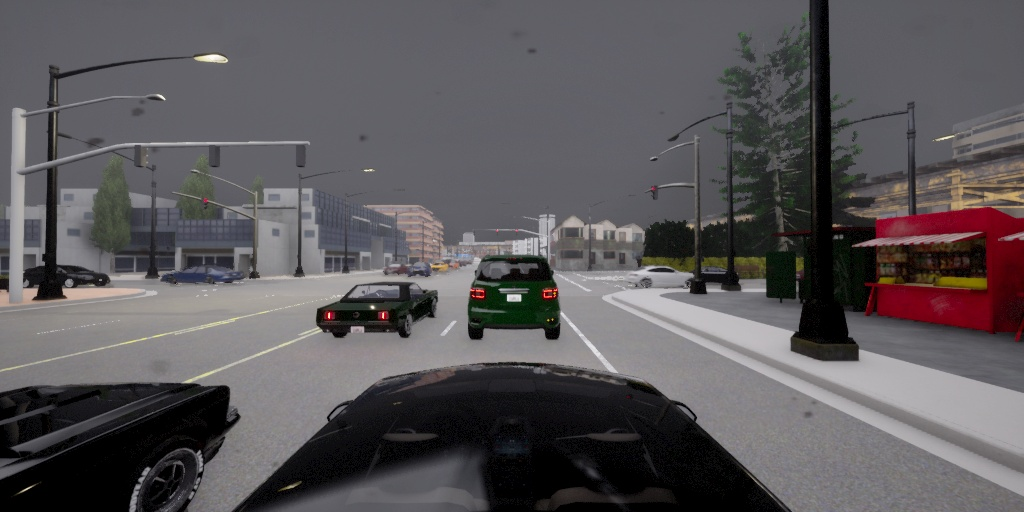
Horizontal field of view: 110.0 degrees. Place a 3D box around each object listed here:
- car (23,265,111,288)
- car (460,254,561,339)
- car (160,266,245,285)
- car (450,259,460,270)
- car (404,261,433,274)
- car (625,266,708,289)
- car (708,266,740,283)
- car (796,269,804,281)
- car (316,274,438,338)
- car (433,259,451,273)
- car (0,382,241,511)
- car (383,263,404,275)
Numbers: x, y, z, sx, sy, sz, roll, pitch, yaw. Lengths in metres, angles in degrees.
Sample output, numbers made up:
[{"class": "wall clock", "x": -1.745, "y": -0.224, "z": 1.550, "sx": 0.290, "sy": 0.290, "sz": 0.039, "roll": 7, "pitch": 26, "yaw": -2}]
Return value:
[{"class": "car", "x": -29.644, "y": 1.344, "z": 23.742, "sx": 4.892, "sy": 1.490, "sz": 1.837, "roll": 0, "pitch": -1, "yaw": 1}, {"class": "car", "x": 0.059, "y": 0.986, "z": 10.224, "sx": 2.150, "sy": 2.045, "sz": 5.566, "roll": 0, "pitch": 0, "yaw": 0}, {"class": "car", "x": -22.928, "y": 1.425, "z": 26.695, "sx": 5.357, "sy": 1.411, "sz": 2.033, "roll": 0, "pitch": -1, "yaw": 5}, {"class": "car", "x": -10.608, "y": 1.502, "z": 62.985, "sx": 2.097, "sy": 1.767, "sz": 4.553, "roll": 0, "pitch": 0, "yaw": 0}, {"class": "car", "x": -9.964, "y": 1.388, "z": 38.602, "sx": 2.097, "sy": 1.767, "sz": 4.553, "roll": 0, "pitch": -1, "yaw": -10}, {"class": "car", "x": 9.841, "y": 1.360, "z": 23.538, "sx": 4.674, "sy": 1.442, "sz": 1.812, "roll": 0, "pitch": -1, "yaw": 2}, {"class": "car", "x": 14.745, "y": 1.448, "z": 27.112, "sx": 4.181, "sy": 1.385, "sz": 1.994, "roll": 0, "pitch": -1, "yaw": 0}, {"class": "car", "x": 23.242, "y": 1.409, "z": 27.045, "sx": 4.674, "sy": 1.442, "sz": 1.812, "roll": 0, "pitch": -1, "yaw": 1}, {"class": "car", "x": -3.438, "y": 1.368, "z": 10.240, "sx": 1.895, "sy": 1.301, "sz": 4.718, "roll": 0, "pitch": 0, "yaw": 0}, {"class": "car", "x": -10.630, "y": 1.634, "z": 52.405, "sx": 1.882, "sy": 1.535, "sz": 5.008, "roll": 0, "pitch": -1, "yaw": 0}, {"class": "car", "x": -3.402, "y": 1.351, "z": 1.100, "sx": 1.895, "sy": 1.301, "sz": 4.718, "roll": 0, "pitch": 0, "yaw": 0}, {"class": "car", "x": -14.132, "y": 1.608, "z": 43.815, "sx": 1.812, "sy": 1.442, "sz": 4.674, "roll": 0, "pitch": -1, "yaw": 0}]
